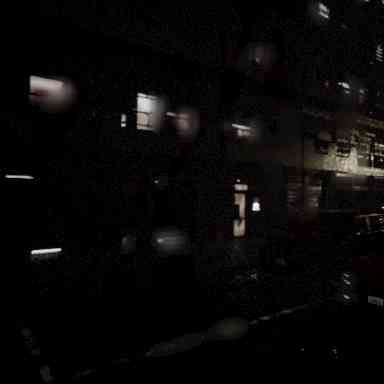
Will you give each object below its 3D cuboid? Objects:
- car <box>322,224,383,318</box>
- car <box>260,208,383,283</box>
[{"bbox_3d":[5.101,1.567,7.006,5.008,1.535,1.882,1,0,-35],"label":"car"},{"bbox_3d":[4.214,1.413,9.561,5.009,1.841,2.192,1,0,-35],"label":"car"}]
